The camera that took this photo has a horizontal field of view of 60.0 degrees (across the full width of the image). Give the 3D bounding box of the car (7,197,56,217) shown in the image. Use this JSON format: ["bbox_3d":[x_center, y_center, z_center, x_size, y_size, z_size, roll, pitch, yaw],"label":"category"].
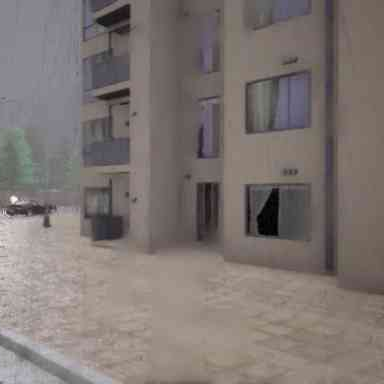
[{"bbox_3d":[-15.122,1.538,31.706,1.882,1.535,5.008,-1,0,16],"label":"car"}]

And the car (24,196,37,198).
[{"bbox_3d":[-22.705,1.359,46.636,4.553,1.767,2.097,3,2,31],"label":"car"}]
